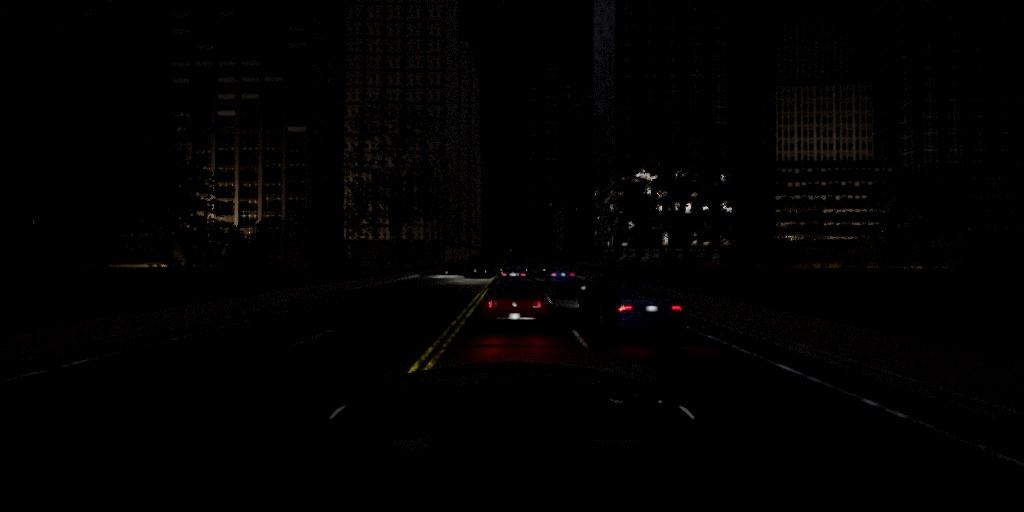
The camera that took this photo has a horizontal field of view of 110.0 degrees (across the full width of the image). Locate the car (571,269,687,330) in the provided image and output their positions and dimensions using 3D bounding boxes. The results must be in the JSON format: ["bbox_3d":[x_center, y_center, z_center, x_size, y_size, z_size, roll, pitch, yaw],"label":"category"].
[{"bbox_3d":[3.340,1.293,11.015,2.033,1.411,5.357,0,0,0],"label":"car"}]

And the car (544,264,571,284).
[{"bbox_3d":[3.383,1.278,26.028,2.033,1.411,5.357,0,0,1],"label":"car"}]

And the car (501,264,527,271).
[{"bbox_3d":[0.135,1.277,26.056,2.033,1.411,5.357,0,0,1],"label":"car"}]

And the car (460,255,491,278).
[{"bbox_3d":[-3.240,0.937,34.408,2.150,2.045,5.566,0,0,0],"label":"car"}]

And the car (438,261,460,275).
[{"bbox_3d":[-6.460,1.258,38.181,2.033,1.411,5.357,0,0,1],"label":"car"}]

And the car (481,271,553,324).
[{"bbox_3d":[0.098,1.344,11.960,1.895,1.301,4.718,0,0,1],"label":"car"}]
